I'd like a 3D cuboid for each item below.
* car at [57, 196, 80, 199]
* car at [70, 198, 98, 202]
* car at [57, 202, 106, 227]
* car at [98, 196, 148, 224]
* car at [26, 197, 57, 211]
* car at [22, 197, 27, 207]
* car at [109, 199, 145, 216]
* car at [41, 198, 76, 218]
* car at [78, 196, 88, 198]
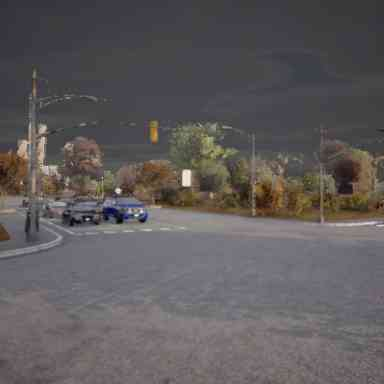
[{"bbox_3d":[-16.264,1.622,43.445,1.895,1.301,4.718,1,0,-32],"label":"car"},{"bbox_3d":[-10.872,1.634,34.886,2.033,1.411,5.357,1,0,-33],"label":"car"},{"bbox_3d":[-7.985,1.626,23.768,1.994,1.385,4.181,1,0,-32],"label":"car"},{"bbox_3d":[-5.375,1.315,26.234,2.150,2.045,5.566,1,0,-31],"label":"car"},{"bbox_3d":[-17.835,1.506,39.369,2.128,1.511,4.902,1,0,-32],"label":"car"},{"bbox_3d":[-23.261,1.421,47.985,1.812,1.442,4.674,1,1,-32],"label":"car"},{"bbox_3d":[-7.058,1.616,35.791,2.128,1.511,4.902,1,0,-32],"label":"car"},{"bbox_3d":[-12.497,1.587,30.903,1.812,1.442,4.674,1,0,-32],"label":"car"},{"bbox_3d":[-20.844,1.378,63.270,1.895,1.301,4.718,1,1,-37],"label":"car"}]
